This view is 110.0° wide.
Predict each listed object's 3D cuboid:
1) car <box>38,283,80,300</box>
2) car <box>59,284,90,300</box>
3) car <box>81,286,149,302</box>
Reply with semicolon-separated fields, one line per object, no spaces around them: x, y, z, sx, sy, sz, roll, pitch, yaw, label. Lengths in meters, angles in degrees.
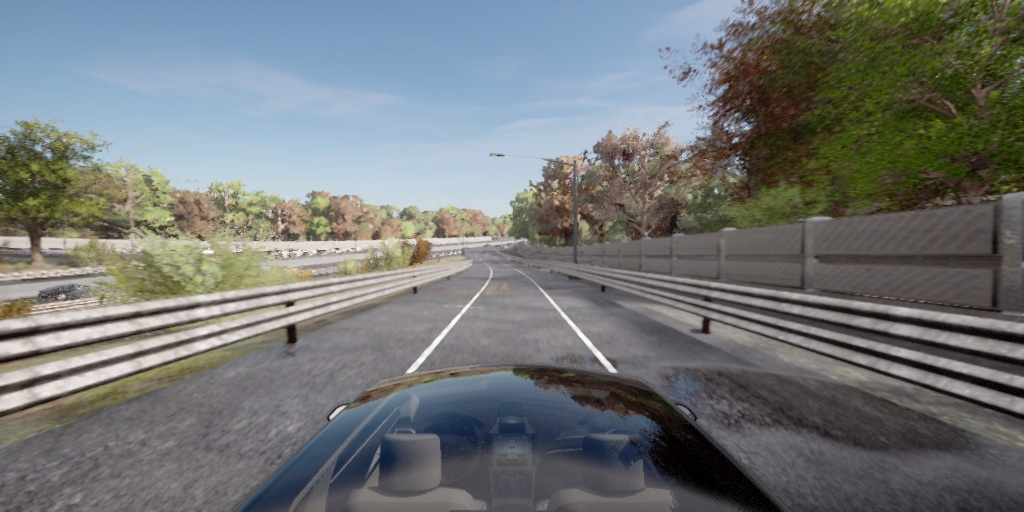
-46.070;3.656;37.822;1.837;1.490;4.892;1;4;15;car
-42.674;3.772;36.978;1.994;1.385;4.181;1;4;15;car
-39.264;3.871;36.207;1.895;1.301;4.718;1;4;15;car
